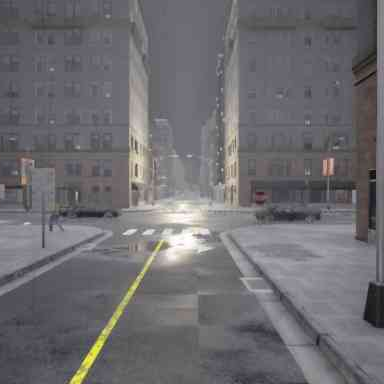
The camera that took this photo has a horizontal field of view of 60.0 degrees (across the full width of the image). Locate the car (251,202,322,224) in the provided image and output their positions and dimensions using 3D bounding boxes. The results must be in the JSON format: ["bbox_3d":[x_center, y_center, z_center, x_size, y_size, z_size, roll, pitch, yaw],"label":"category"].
[{"bbox_3d":[6.727,1.597,23.877,4.718,1.301,1.895,0,0,0],"label":"car"}]

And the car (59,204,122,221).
[{"bbox_3d":[-8.144,1.614,27.131,4.718,1.301,1.895,0,0,0],"label":"car"}]

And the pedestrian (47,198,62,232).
[{"bbox_3d":[-7.120,1.144,17.202,0.375,1.860,0.375,0,0,0],"label":"pedestrian"}]
